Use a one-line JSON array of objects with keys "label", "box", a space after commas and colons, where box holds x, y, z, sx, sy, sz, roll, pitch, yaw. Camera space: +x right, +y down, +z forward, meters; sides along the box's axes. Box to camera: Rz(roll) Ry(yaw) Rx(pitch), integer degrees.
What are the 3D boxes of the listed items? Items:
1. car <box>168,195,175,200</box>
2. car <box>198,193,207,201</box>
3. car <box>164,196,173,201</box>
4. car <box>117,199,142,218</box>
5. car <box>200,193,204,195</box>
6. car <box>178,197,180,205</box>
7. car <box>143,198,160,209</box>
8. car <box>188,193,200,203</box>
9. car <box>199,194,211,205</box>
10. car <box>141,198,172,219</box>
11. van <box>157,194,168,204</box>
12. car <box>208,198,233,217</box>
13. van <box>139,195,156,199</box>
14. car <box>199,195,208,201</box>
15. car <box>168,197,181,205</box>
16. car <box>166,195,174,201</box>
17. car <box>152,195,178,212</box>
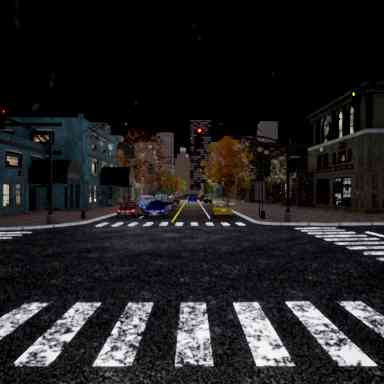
[{"label": "car", "box": [-5.639, 1.561, 91.358, 1.802, 1.307, 4.206, 0, 0, 0]}, {"label": "car", "box": [2.737, 1.296, 85.807, 2.192, 1.841, 5.009, -1, 0, 0]}, {"label": "car", "box": [-5.645, 1.548, 80.265, 1.947, 1.339, 4.313, 0, 0, 0]}, {"label": "car", "box": [-5.674, 1.576, 30.348, 1.802, 1.307, 4.206, 0, 0, 0]}, {"label": "car", "box": [2.732, 1.550, 74.714, 1.947, 1.339, 4.313, -1, 0, 0]}, {"label": "car", "box": [-3.064, 1.554, 47.925, 1.994, 1.385, 4.181, 0, 0, 0]}, {"label": "car", "box": [-5.665, 1.535, 46.988, 1.887, 1.381, 4.507, 0, 0, 0]}, {"label": "car", "box": [0.109, 1.463, 70.776, 1.882, 1.535, 5.008, 0, 0, 0]}, {"label": "car", "box": [2.723, 1.539, 58.075, 2.008, 1.369, 4.403, -1, 0, 0]}, {"label": "car", "box": [-3.099, 1.520, 29.602, 1.812, 1.442, 4.674, 0, 0, 0]}, {"label": "van", "box": [-5.656, 1.328, 63.626, 1.690, 1.788, 3.998, 0, 0, 0]}, {"label": "car", "box": [2.706, 1.520, 30.513, 1.752, 1.417, 4.829, -1, 0, 0]}, {"label": "van", "box": [-5.669, 1.333, 41.441, 1.690, 1.788, 3.998, 0, 0, 0]}, {"label": "car", "box": [2.736, 1.527, 80.260, 1.887, 1.381, 4.507, -1, 0, 0]}, {"label": "car", "box": [-3.029, 1.589, 58.035, 1.895, 1.301, 4.718, 0, 0, 0]}, {"label": "car", "box": [-5.642, 1.526, 85.812, 1.887, 1.381, 4.507, 0, 0, 0]}, {"label": "car", "box": [-3.076, 1.484, 38.801, 2.128, 1.511, 4.902, 0, 0, 0]}]
